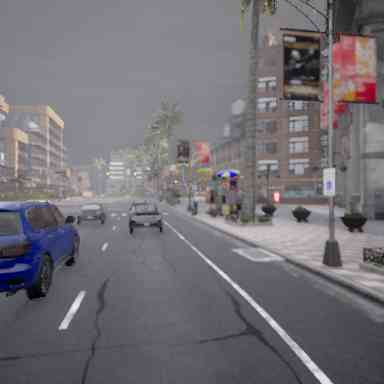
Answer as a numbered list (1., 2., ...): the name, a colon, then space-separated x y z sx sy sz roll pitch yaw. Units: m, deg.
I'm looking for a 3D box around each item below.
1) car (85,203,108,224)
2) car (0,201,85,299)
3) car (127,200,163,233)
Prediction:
1. car: -7.212 1.535 24.437 1.812 1.442 4.674 0 0 -10
2. car: -4.397 1.238 8.452 2.150 2.045 5.566 0 0 -9
3. car: -2.773 1.477 19.640 2.128 1.511 4.902 0 0 -10
